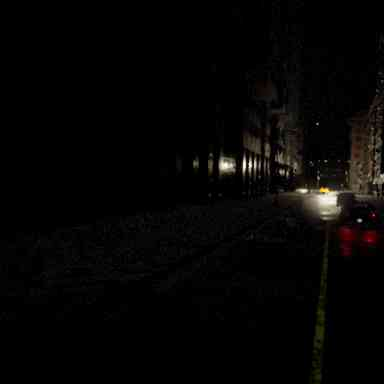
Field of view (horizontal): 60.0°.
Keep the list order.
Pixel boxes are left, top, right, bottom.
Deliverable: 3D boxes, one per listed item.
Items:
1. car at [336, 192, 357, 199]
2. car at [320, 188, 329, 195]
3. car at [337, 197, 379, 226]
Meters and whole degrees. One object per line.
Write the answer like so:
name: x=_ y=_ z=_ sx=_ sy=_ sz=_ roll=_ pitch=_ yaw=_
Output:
car: x=16.792 y=0.785 z=36.170 sx=1.882 sy=1.535 sz=5.008 roll=2 pitch=2 yaw=23
car: x=30.222 y=-0.108 z=75.988 sx=1.882 sy=1.535 sz=5.008 roll=2 pitch=2 yaw=23
car: x=10.054 y=1.227 z=20.218 sx=1.895 sy=1.301 sz=4.718 roll=2 pitch=2 yaw=23
